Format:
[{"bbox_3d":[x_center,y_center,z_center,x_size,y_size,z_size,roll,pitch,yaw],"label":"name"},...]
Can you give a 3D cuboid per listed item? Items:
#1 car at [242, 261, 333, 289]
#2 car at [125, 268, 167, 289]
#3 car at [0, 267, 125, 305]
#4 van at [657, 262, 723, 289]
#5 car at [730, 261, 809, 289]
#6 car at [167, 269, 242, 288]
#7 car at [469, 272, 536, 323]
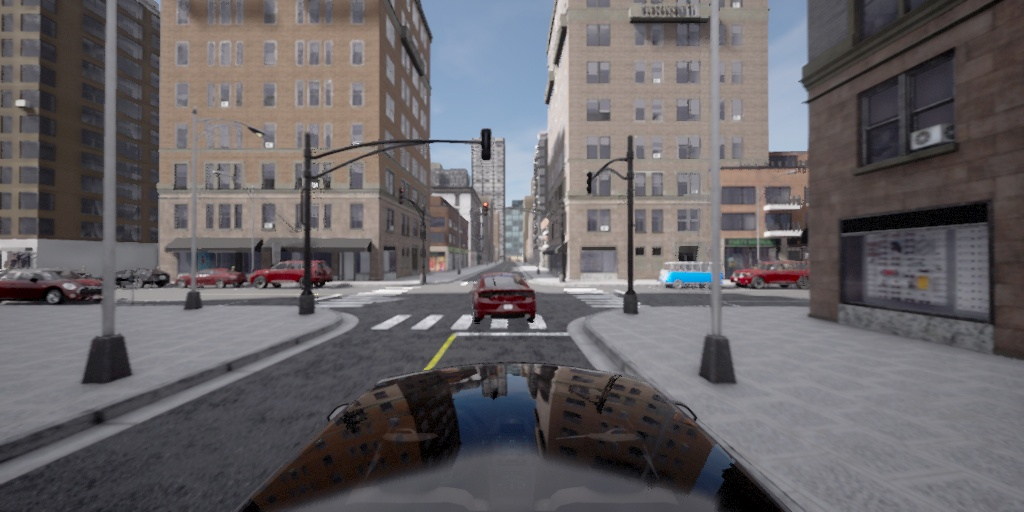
[{"bbox_3d":[-14.902,1.242,24.439,5.009,1.841,2.192,0,0,0],"label":"car"},{"bbox_3d":[-25.949,1.484,24.507,4.313,1.339,1.948,0,0,0],"label":"car"},{"bbox_3d":[-20.453,1.295,15.947,4.097,1.591,1.967,0,0,0],"label":"car"},{"bbox_3d":[12.045,1.286,24.272,3.998,1.789,1.690,0,0,0],"label":"van"},{"bbox_3d":[17.641,1.264,24.237,5.009,1.841,2.192,0,0,0],"label":"car"},{"bbox_3d":[-20.426,1.505,24.473,4.207,1.307,1.802,0,0,0],"label":"car"},{"bbox_3d":[-0.466,1.316,12.664,1.882,1.535,5.008,0,0,-8],"label":"car"}]
